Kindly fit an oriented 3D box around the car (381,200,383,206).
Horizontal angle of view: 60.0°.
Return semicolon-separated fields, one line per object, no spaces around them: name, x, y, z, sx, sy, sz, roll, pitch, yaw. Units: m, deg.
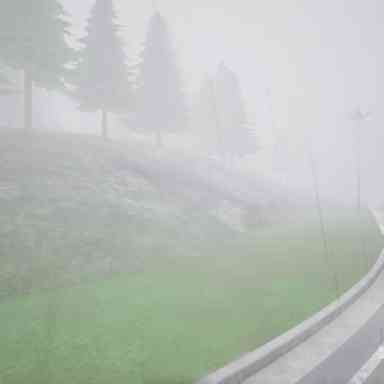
car;34.138;1.805;57.800;1.994;1.385;4.181;0;0;27
